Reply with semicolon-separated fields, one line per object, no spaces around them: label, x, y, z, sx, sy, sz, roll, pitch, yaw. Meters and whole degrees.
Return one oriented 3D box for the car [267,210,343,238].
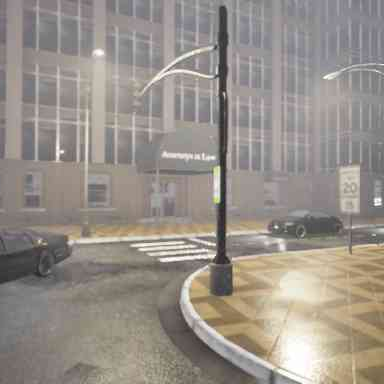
car;6.185;1.660;18.151;4.181;1.385;1.994;0;-1;-25

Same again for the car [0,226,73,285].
car;-4.972;1.516;7.579;2.033;1.411;5.357;1;1;15
